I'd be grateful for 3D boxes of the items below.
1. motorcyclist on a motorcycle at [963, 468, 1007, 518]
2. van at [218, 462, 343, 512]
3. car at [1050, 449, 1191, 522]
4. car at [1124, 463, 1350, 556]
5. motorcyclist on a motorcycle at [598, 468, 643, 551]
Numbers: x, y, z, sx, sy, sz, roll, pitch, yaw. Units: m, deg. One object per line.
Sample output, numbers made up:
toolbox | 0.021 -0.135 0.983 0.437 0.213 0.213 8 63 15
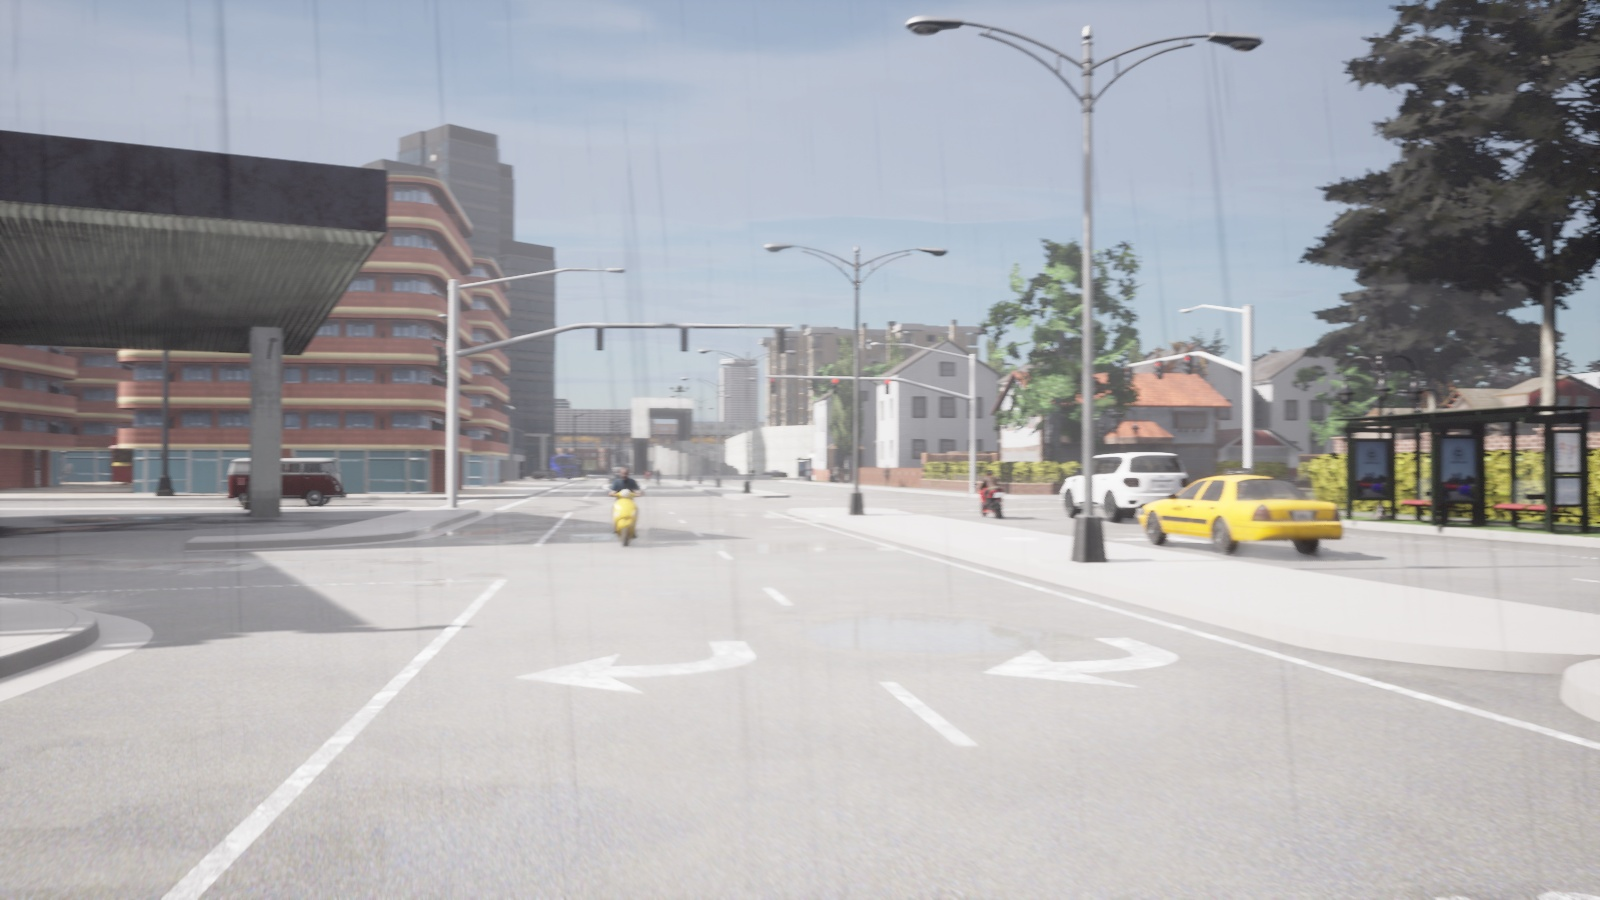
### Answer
motorcyclist on a motorcycle | 5.820 1.349 39.653 0.797 1.523 2.044 0 -1 -9
van | -21.204 1.485 51.409 4.442 1.987 1.775 0 -1 -10
car | 9.588 1.037 38.147 2.150 2.045 5.566 0 -1 -9
car | 8.179 1.056 24.150 1.801 1.575 5.366 0 -1 -9
motorcyclist on a motorcycle | -3.634 1.171 25.341 0.866 1.590 1.817 0 -1 -9
